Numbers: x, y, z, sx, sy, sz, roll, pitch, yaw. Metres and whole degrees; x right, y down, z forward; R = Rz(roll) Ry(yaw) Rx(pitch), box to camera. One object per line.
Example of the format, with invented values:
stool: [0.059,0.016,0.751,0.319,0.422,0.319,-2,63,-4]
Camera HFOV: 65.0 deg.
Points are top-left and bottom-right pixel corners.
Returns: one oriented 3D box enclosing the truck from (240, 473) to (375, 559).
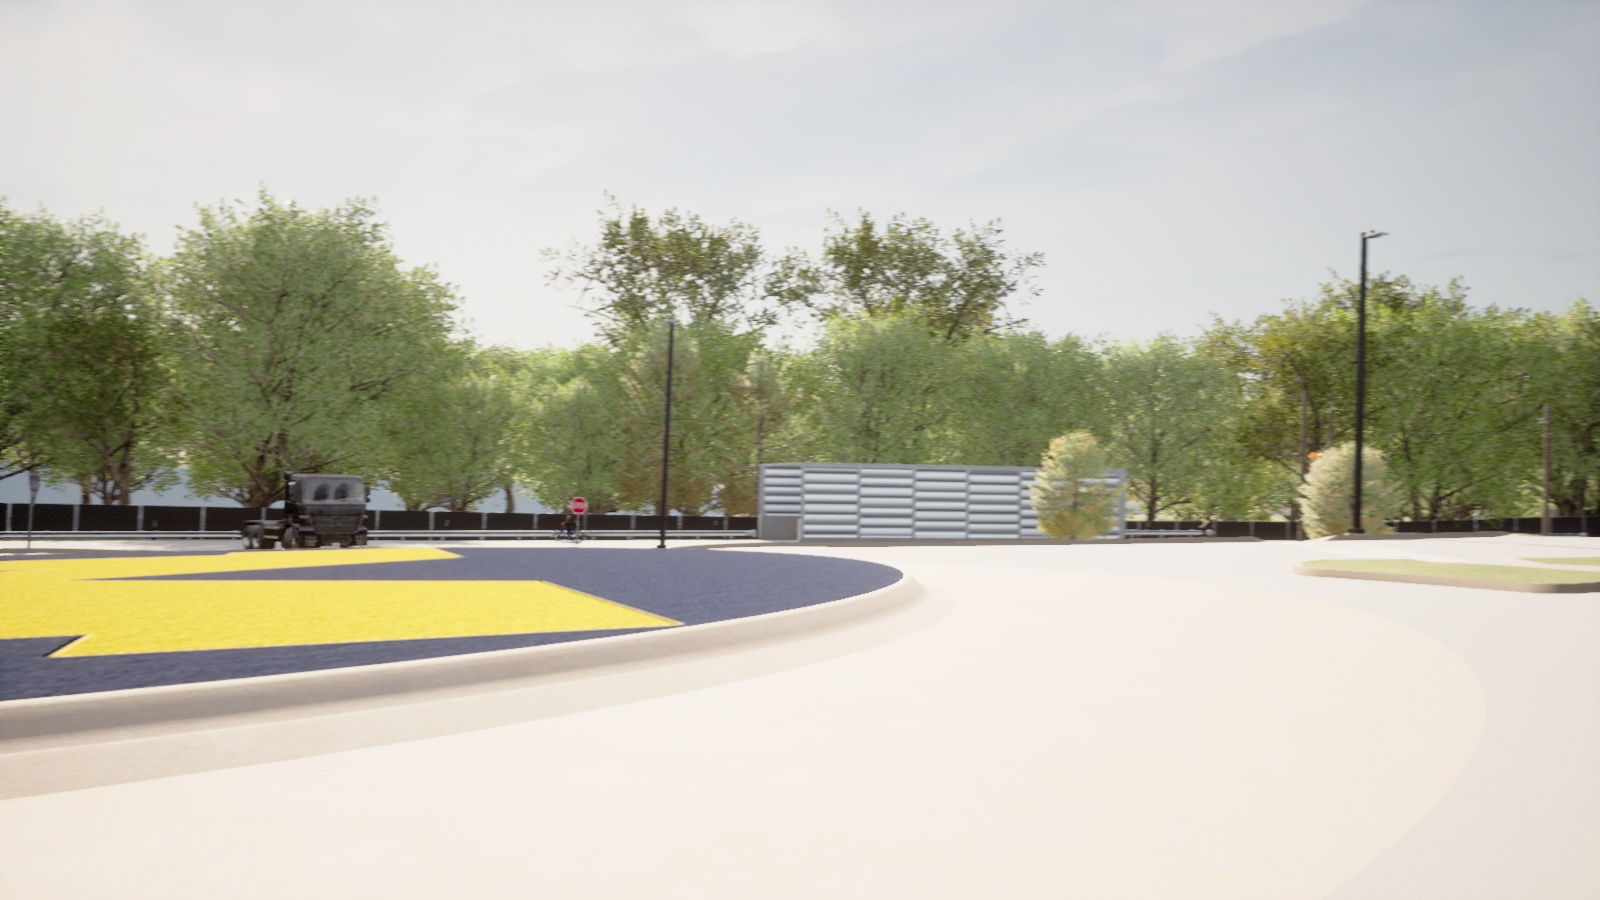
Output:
truck: [-21.519,2.806,54.599,2.891,3.462,7.936,2,-3,-41]
